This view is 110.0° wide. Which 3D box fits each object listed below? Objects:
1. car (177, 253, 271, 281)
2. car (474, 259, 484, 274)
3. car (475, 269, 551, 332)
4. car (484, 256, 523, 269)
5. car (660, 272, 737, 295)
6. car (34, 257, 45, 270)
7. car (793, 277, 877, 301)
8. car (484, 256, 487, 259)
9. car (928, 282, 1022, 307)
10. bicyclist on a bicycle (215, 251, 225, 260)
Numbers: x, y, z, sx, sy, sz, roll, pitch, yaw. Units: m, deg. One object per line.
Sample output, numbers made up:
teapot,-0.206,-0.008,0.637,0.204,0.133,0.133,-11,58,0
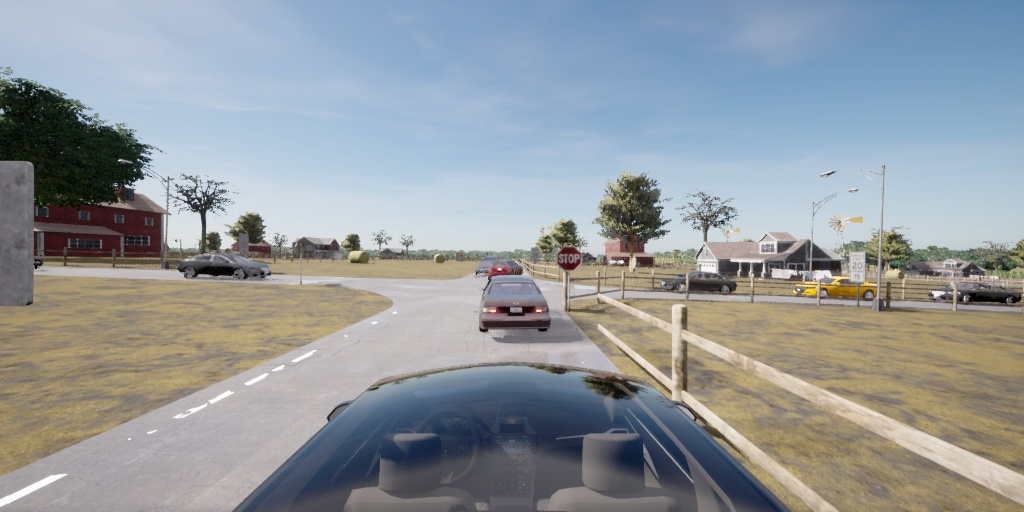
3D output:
car,-17.250,0.629,21.638,4.902,1.511,2.128,2,0,0
car,-2.843,1.290,38.371,1.812,1.442,4.674,0,0,0
car,-0.032,1.299,10.844,2.033,1.411,5.357,0,0,-3
car,-0.458,1.114,31.168,2.097,1.767,4.553,0,0,15
car,12.708,1.805,24.570,4.892,1.490,1.837,2,0,-2
car,-31.557,0.213,21.631,4.718,1.301,1.895,2,0,0
car,22.199,2.155,24.628,5.008,1.535,1.882,2,0,0
car,-2.828,0.992,48.334,2.150,2.045,5.566,0,0,0
car,31.675,2.556,24.632,4.902,1.511,2.128,2,0,0
bicyclist on a bicycle,-22.612,0.407,27.619,0.582,1.620,1.656,2,0,0
